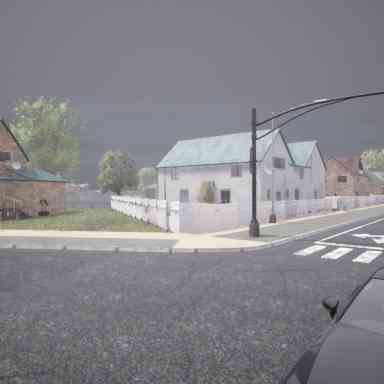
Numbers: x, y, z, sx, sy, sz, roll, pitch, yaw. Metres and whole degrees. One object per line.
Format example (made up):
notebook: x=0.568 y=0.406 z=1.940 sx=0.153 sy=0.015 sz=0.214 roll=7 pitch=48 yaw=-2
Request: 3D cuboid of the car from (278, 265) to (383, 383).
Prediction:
car: x=2.512 y=1.524 z=3.380 sx=1.812 sy=1.442 sz=4.674 roll=0 pitch=0 yaw=42
